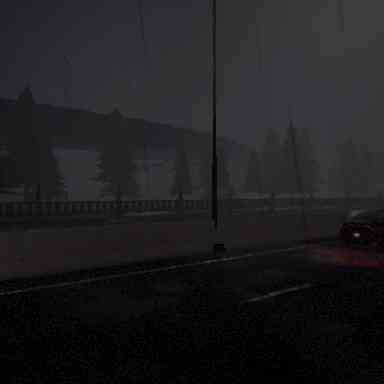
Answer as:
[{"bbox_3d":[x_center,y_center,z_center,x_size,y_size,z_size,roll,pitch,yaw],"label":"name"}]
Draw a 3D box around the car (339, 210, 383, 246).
[{"bbox_3d":[8.269,1.484,14.066,5.008,1.535,1.882,0,0,-35],"label":"car"}]
